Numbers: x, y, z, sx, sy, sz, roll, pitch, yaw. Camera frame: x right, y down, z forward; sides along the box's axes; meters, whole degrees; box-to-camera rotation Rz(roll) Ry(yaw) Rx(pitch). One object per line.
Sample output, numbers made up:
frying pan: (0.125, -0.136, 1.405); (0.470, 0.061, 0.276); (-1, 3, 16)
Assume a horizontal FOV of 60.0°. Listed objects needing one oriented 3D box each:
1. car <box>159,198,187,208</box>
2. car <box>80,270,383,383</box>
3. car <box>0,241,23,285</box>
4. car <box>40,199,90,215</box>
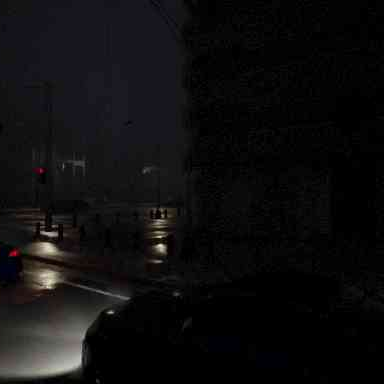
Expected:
car: (-2.522, 1.492, 47.022); (2.033, 1.411, 5.357); (0, 0, 36)
car: (0.755, 1.564, 3.452); (4.181, 1.385, 1.994); (0, 0, 36)
car: (-6.097, 1.564, 8.319); (4.181, 1.385, 1.994); (0, 0, 36)
car: (-12.565, 1.449, 33.121); (1.837, 1.490, 4.892); (0, 0, 36)
